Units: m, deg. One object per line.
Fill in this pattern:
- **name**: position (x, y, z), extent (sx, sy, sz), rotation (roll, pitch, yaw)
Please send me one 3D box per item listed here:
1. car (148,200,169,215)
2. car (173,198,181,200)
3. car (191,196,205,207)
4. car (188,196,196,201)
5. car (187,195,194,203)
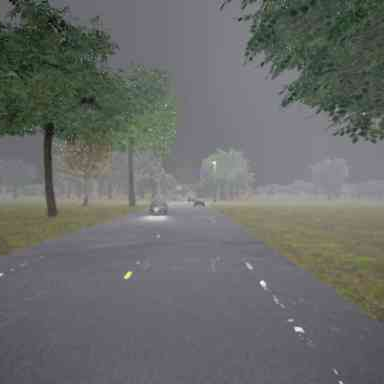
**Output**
- **car**: position (-3.577, 1.629, 35.972), extent (2.128, 1.511, 4.902), rotation (0, 0, 0)
- **car**: position (-3.472, 1.548, 76.682), extent (2.033, 1.411, 5.357), rotation (0, 0, 0)
- **car**: position (1.246, 1.766, 56.866), extent (1.812, 1.442, 4.674), rotation (0, 0, 0)
- **car**: position (0.034, 1.838, 93.092), extent (1.994, 1.385, 4.181), rotation (0, 0, 0)
- **car**: position (0.028, 1.571, 76.299), extent (2.097, 1.767, 4.553), rotation (0, 0, 0)
